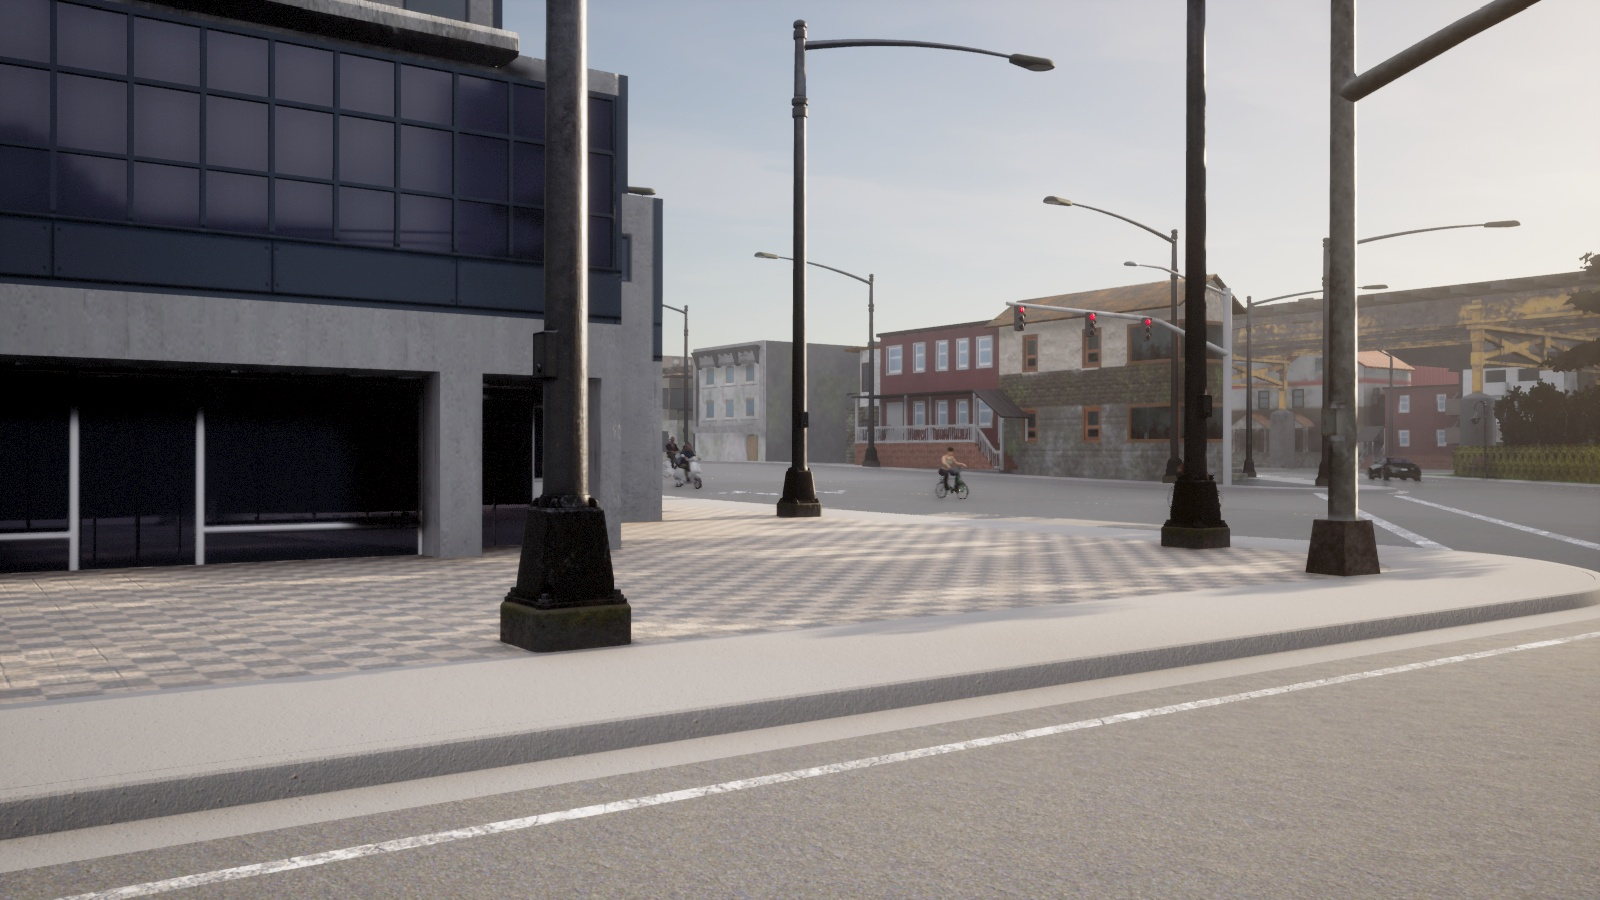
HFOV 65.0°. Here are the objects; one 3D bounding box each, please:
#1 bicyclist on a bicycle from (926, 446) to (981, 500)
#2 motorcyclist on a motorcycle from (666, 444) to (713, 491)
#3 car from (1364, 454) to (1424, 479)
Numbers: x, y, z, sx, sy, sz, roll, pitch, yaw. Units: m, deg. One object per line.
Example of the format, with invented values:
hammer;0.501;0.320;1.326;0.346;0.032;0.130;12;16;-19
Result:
bicyclist on a bicycle;4.678;0.689;38.360;0.866;1.612;1.509;0;0;-35
motorcyclist on a motorcycle;-3.910;0.595;44.422;0.866;1.590;1.817;0;1;-35
car;33.802;0.912;71.584;1.994;1.385;4.181;0;0;10
